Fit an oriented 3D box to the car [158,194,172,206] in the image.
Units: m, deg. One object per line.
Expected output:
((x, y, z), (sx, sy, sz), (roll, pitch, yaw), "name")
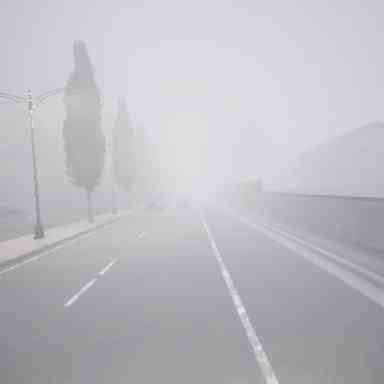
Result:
((-4.633, 1.299, 57.931), (2.097, 1.767, 4.553), (-4, 0, 0), "car")

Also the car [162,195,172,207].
((-4.522, 1.349, 49.021), (2.097, 1.767, 4.553), (-4, 0, 0), "car")

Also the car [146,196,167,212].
((-4.460, 1.575, 40.276), (1.812, 1.442, 4.674), (-4, 0, 0), "car")

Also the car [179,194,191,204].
((-1.131, 1.208, 57.975), (1.837, 1.490, 4.892), (-4, 0, 0), "car")

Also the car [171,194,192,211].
((-0.955, 1.359, 39.305), (2.033, 1.411, 5.357), (-4, 0, 0), "car")

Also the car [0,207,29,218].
((-23.881, 2.621, 42.562), (5.357, 1.411, 2.033), (0, 1, 5), "car")
